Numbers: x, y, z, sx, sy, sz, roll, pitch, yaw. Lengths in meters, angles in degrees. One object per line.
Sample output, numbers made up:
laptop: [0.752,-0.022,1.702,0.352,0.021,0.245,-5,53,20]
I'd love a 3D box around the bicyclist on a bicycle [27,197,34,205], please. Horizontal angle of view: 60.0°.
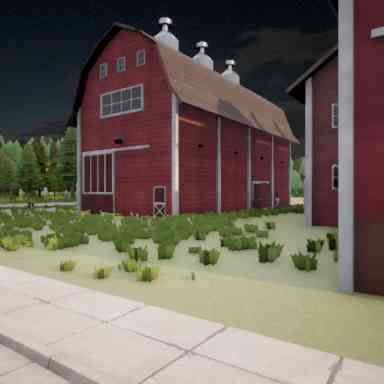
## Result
bicyclist on a bicycle: [-16.505,1.299,33.831,1.656,1.620,0.582,0,0,37]
